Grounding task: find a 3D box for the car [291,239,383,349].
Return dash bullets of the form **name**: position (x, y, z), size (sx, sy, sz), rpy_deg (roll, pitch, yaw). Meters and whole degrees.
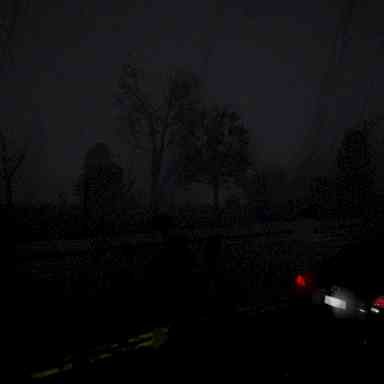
- **car**: position (3.728, 1.563, 5.943), size (4.181, 1.385, 1.994), rpy_deg (0, 0, -34)
